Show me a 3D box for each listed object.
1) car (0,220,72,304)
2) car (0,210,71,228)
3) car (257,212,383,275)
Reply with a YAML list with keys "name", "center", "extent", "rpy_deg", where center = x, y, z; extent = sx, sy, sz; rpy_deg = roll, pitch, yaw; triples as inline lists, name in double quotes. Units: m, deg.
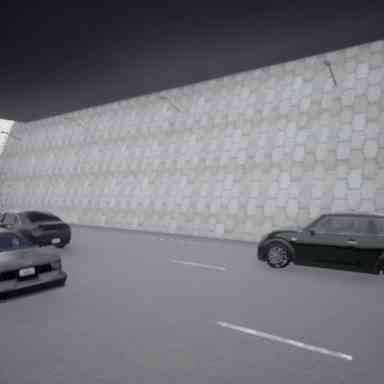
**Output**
- name: "car"
  center: [-5.104, 1.521, 7.634]
  extent: [5.357, 1.411, 2.033]
  rpy_deg: [0, 0, 36]
- name: "car"
  center: [-6.756, 1.464, 13.114]
  extent: [4.892, 1.490, 1.837]
  rpy_deg: [0, 0, 36]
- name: "car"
  center: [4.192, 1.346, 9.590]
  extent: [4.553, 1.767, 2.097]
  rpy_deg: [0, 0, 36]
